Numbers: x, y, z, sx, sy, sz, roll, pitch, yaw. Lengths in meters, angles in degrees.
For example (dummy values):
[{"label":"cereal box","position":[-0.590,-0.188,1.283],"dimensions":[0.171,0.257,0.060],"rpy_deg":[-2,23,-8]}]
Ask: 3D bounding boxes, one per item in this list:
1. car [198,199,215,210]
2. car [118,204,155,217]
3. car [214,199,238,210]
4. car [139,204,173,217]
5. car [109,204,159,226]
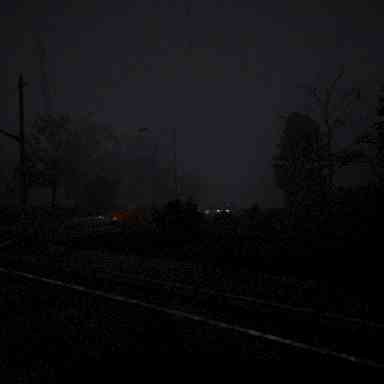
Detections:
[{"label":"car","position":[3.286,2.269,59.553],"dimensions":[2.150,2.045,5.566],"rpy_deg":[-3,-2,32]},{"label":"car","position":[-7.139,2.350,43.152],"dimensions":[1.837,1.490,4.892],"rpy_deg":[-3,-2,32]},{"label":"car","position":[6.280,2.205,57.740],"dimensions":[2.097,1.767,4.553],"rpy_deg":[-3,-2,32]},{"label":"car","position":[-4.355,2.272,41.005],"dimensions":[1.994,1.385,4.181],"rpy_deg":[-3,-2,32]},{"label":"car","position":[-4.559,1.883,27.557],"dimensions":[1.882,1.535,5.008],"rpy_deg":[-3,-1,33]}]
